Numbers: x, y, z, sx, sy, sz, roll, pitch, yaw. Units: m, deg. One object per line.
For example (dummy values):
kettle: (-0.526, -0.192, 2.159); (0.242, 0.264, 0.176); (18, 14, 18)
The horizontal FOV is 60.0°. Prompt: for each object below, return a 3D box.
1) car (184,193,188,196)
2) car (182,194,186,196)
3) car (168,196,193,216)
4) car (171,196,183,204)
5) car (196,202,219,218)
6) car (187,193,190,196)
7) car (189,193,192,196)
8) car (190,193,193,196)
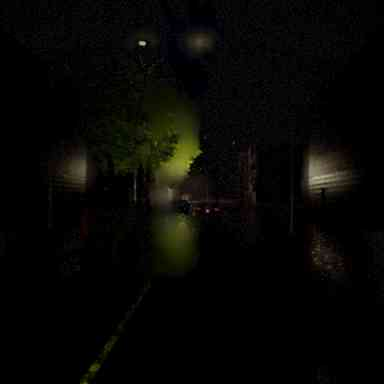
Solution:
car: (-2.405, 1.482, 66.223); (2.008, 1.369, 4.403); (2, 0, 2)
car: (-2.718, 1.477, 59.094); (2.008, 1.369, 4.403); (2, 0, 2)
car: (-1.225, 1.433, 32.635); (1.882, 1.535, 5.008); (1, 0, 3)
car: (-2.662, 1.452, 61.068); (1.752, 1.417, 4.829); (2, 0, 2)
car: (1.407, 1.547, 29.739); (1.994, 1.385, 4.181); (1, 0, 3)
car: (-2.187, 1.503, 71.669); (1.947, 1.339, 4.313); (2, 0, 2)
car: (-1.751, 1.538, 82.560); (1.802, 1.307, 4.206); (2, 0, 2)
car: (-1.524, 1.284, 88.006); (2.192, 1.841, 5.009); (2, 0, 2)
